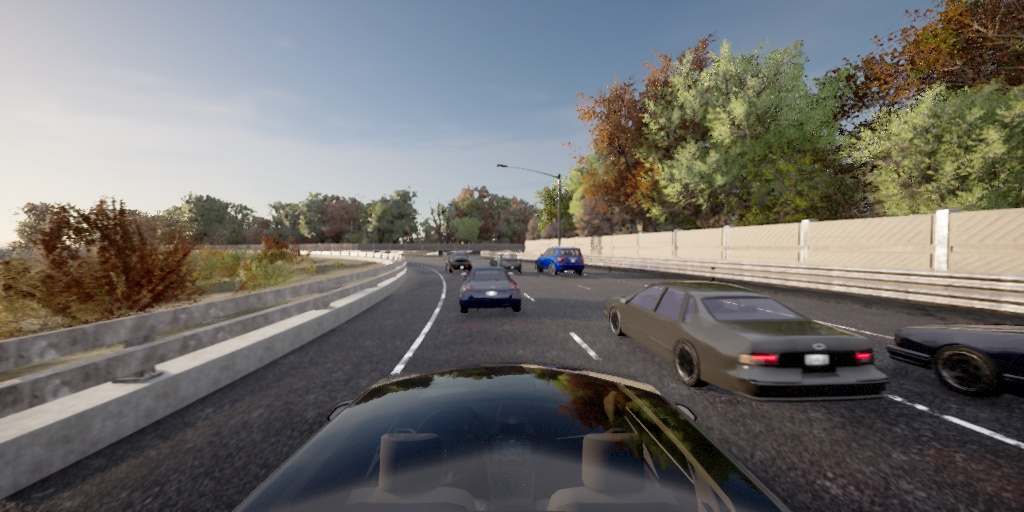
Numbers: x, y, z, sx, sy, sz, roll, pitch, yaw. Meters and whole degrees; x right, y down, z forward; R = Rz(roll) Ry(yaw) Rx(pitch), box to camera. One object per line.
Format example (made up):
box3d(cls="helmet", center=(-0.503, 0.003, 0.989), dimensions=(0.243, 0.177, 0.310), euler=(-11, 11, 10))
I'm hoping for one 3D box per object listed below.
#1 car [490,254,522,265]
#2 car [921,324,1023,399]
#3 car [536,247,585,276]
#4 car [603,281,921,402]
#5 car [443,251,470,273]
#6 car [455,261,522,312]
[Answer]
box3d(cls="car", center=(-0.595, 0.603, 29.070), dimensions=(2.128, 1.511, 4.902), euler=(0, 1, -15))
box3d(cls="car", center=(7.175, 1.243, 3.300), dimensions=(2.033, 1.411, 5.357), euler=(0, 1, -6))
box3d(cls="car", center=(3.541, 0.366, 27.226), dimensions=(2.150, 2.045, 5.566), euler=(0, 1, -14))
box3d(cls="car", center=(3.340, 1.175, 6.611), dimensions=(2.033, 1.411, 5.357), euler=(0, 1, -3))
box3d(cls="car", center=(-4.644, 0.595, 30.399), dimensions=(1.837, 1.490, 4.892), euler=(0, 1, -17))
box3d(cls="car", center=(-0.861, 1.056, 12.835), dimensions=(1.994, 1.385, 4.181), euler=(0, 1, -7))
